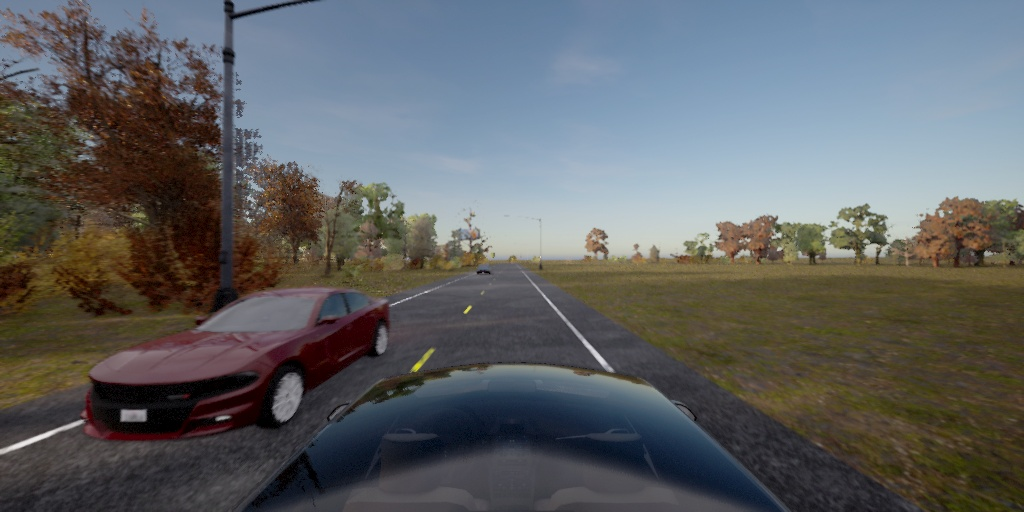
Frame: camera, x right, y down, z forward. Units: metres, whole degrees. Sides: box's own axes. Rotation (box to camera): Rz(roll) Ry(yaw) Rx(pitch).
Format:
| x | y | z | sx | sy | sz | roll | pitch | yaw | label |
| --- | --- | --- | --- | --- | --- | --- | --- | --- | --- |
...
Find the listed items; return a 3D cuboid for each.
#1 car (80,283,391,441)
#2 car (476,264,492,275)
| x | y | z | sx | sy | sz | roll | pitch | yaw | label |
| --- | --- | --- | --- | --- | --- | --- | --- | --- | --- |
| -3.600 | 1.270 | 5.910 | 1.882 | 1.535 | 5.008 | 0 | -1 | 0 | car |
| -3.576 | 1.754 | 47.130 | 2.033 | 1.411 | 5.357 | 0 | -1 | 0 | car |
